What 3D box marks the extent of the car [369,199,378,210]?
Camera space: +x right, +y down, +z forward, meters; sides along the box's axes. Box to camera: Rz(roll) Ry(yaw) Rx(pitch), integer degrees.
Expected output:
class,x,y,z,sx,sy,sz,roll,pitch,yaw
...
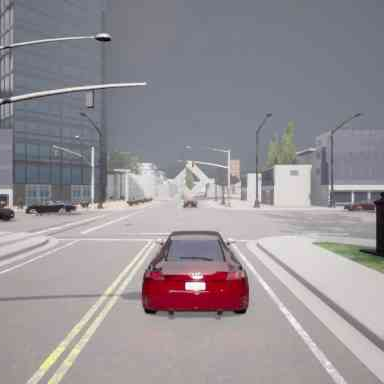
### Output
class,x,y,z,sx,sy,sz,roll,pitch,yaw
car,21.524,1.167,33.585,5.566,2.045,2.150,0,0,0

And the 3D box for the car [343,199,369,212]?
class,x,y,z,sx,sy,sz,roll,pitch,yaw
car,19.849,1.502,37.088,5.357,1.411,2.033,0,0,-1

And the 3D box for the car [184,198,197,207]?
class,x,y,z,sx,sy,sz,roll,pitch,yaw
car,-0.145,1.601,50.608,1.895,1.301,4.718,0,0,3

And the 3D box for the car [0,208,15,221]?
class,x,y,z,sx,sy,sz,roll,pitch,yaw
car,-16.612,1.587,26.091,5.008,1.535,1.882,-1,0,0

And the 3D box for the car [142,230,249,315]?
class,x,y,z,sx,sy,sz,roll,pitch,yaw
car,0.071,1.564,7.642,1.994,1.385,4.181,0,0,0

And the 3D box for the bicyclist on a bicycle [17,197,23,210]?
class,x,y,z,sx,sy,sz,roll,pitch,yaw
bicyclist on a bicycle,-21.999,1.466,42.523,0.582,1.620,1.656,-1,0,0

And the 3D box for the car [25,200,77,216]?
class,x,y,z,sx,sy,sz,roll,pitch,yaw
car,-14.051,1.578,33.307,4.902,1.511,2.128,-1,0,0
